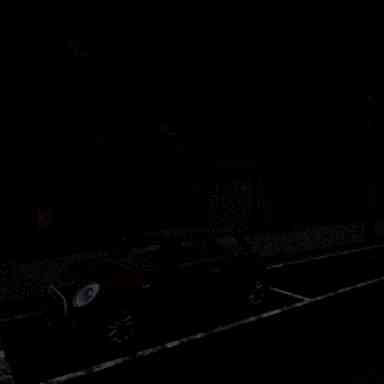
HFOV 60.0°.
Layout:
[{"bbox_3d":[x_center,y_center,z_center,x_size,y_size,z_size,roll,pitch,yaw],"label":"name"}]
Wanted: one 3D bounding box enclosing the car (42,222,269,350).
[{"bbox_3d":[-0.531,1.434,6.153,4.097,1.590,1.967,0,0,-35],"label":"car"}]
